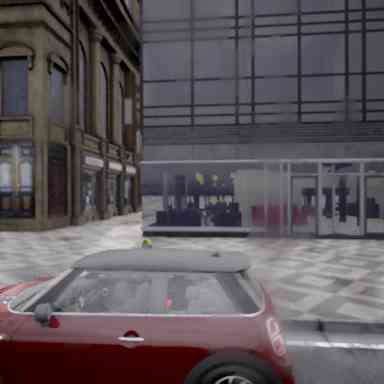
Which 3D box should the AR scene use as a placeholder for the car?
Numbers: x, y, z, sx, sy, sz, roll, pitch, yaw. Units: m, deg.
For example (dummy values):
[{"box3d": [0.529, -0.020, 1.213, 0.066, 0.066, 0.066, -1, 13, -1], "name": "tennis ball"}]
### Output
[{"box3d": [-0.990, 1.445, 4.058, 4.097, 1.590, 1.967, 0, 0, 6], "name": "car"}]
